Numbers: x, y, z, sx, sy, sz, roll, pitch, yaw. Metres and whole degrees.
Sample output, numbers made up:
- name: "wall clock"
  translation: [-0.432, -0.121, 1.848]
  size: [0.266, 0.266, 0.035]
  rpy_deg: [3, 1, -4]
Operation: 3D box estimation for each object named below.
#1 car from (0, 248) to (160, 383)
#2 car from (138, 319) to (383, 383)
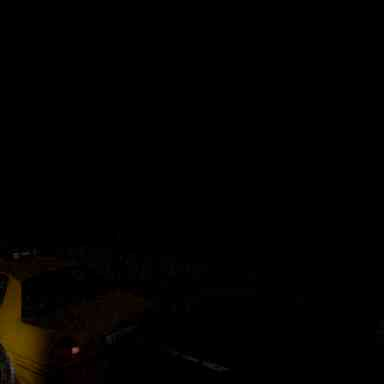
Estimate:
- name: "car"
  translation: [-2.629, 1.525, 4.966]
  size: [4.829, 1.417, 1.752]
  rpy_deg: [0, 1, 35]
- name: "car"
  translation: [2.057, 1.551, 1.624]
  size: [4.403, 1.369, 2.008]
  rpy_deg: [0, 1, 35]
